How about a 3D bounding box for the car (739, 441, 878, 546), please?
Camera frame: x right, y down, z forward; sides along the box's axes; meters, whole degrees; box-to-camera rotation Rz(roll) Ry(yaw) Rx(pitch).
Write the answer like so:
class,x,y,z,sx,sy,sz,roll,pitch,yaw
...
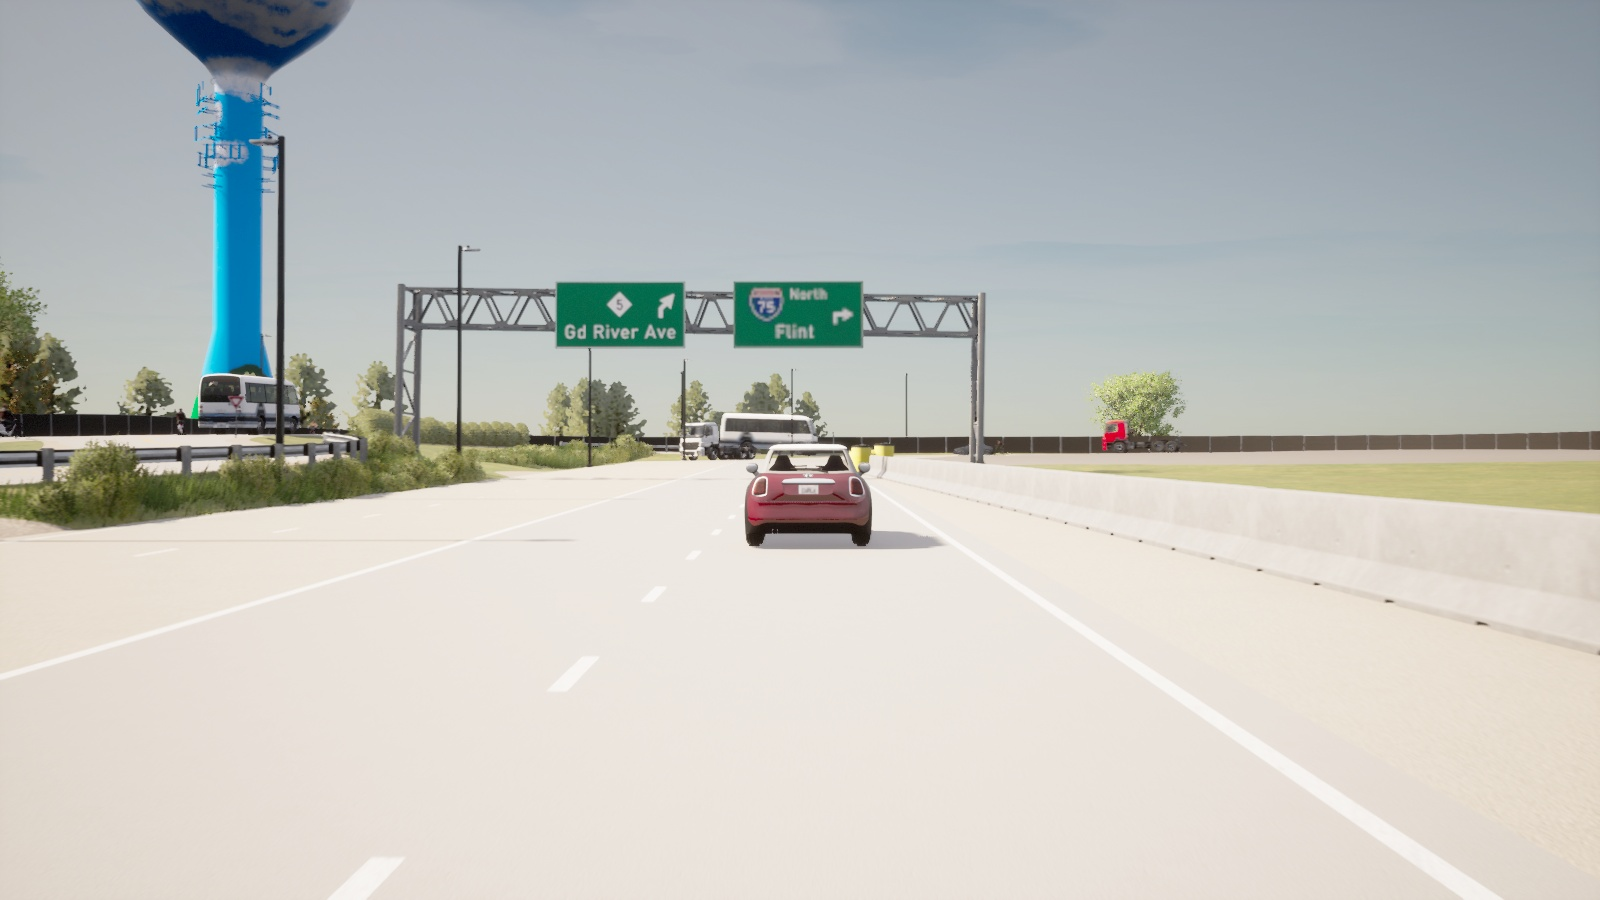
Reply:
class,x,y,z,sx,sy,sz,roll,pitch,yaw
car,0.128,0.601,19.644,1.970,1.475,3.806,0,0,0
